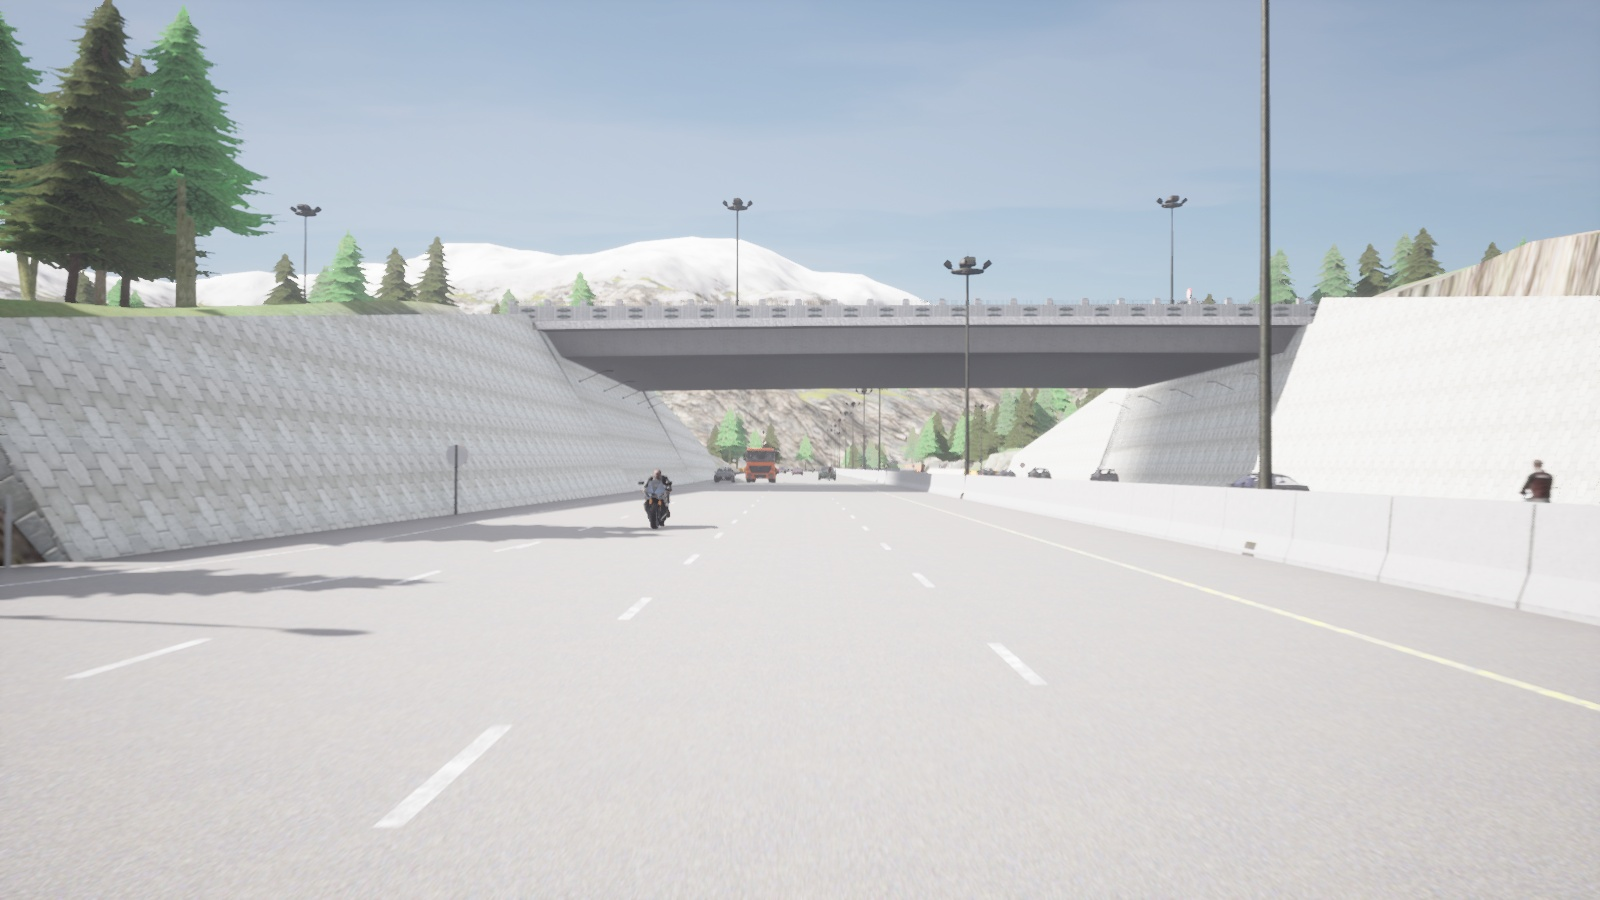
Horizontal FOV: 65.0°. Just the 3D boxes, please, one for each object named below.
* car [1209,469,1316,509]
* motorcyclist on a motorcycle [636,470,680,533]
[{"bbox_3d":[17.387,1.414,47.499,2.033,1.411,5.357,0,-1,0],"label":"car"},{"bbox_3d":[-3.575,1.277,31.734,0.866,1.530,2.191,0,-1,0],"label":"motorcyclist on a motorcycle"}]
